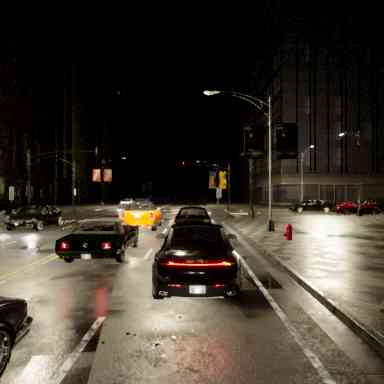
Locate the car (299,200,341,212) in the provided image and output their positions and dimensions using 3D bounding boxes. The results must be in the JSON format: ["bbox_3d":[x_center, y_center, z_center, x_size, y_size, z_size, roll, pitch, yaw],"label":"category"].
[{"bbox_3d":[15.270,1.663,39.797,4.313,1.339,1.947,0,0,-1],"label":"car"}]

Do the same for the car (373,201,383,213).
[{"bbox_3d":[23.108,1.640,37.150,4.718,1.301,1.895,0,-1,-1],"label":"car"}]

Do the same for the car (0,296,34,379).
[{"bbox_3d":[-3.152,1.548,2.233,2.033,1.411,5.357,0,0,0],"label":"car"}]

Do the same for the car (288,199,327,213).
[{"bbox_3d":[13.208,1.576,37.016,4.892,1.490,1.837,0,-1,-1],"label":"car"}]

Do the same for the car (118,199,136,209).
[{"bbox_3d":[-9.736,1.746,50.428,1.812,1.442,4.674,0,0,0],"label":"car"}]

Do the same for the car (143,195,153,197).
[{"bbox_3d":[-9.598,1.603,71.790,2.150,2.045,5.566,0,0,0],"label":"car"}]

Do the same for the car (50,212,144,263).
[{"bbox_3d":[-3.123,1.615,12.020,1.895,1.301,4.718,0,0,0],"label":"car"}]

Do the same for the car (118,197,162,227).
[{"bbox_3d":[-3.104,1.397,21.014,2.097,1.767,4.553,0,0,0],"label":"car"}]

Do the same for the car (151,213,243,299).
[{"bbox_3d":[0.116,1.512,8.409,1.837,1.490,4.892,0,0,0],"label":"car"}]

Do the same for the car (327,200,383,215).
[{"bbox_3d":[15.382,1.577,31.273,4.206,1.307,1.802,0,0,-1],"label":"car"}]

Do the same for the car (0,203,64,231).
[{"bbox_3d":[-9.702,1.548,20.866,1.837,1.490,4.892,0,0,1],"label":"car"}]

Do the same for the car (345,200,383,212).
[{"bbox_3d":[20.910,1.644,39.873,4.313,1.339,1.947,0,0,-1],"label":"car"}]

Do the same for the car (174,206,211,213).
[{"bbox_3d":[0.038,1.510,17.900,1.882,1.535,5.008,0,0,0],"label":"car"}]
